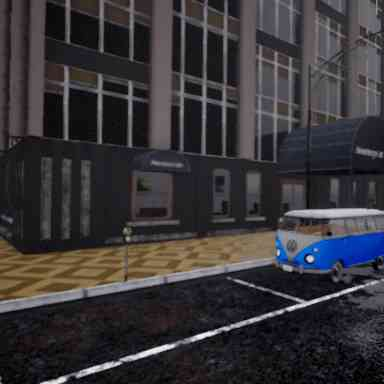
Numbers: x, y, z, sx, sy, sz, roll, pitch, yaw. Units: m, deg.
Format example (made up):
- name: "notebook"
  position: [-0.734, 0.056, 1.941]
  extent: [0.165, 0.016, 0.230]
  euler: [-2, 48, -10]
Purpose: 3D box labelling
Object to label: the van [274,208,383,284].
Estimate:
- name: "van"
  position: [4.096, 1.383, 9.473]
  extent: [3.998, 1.788, 1.690]
  euler: [0, 1, -36]
